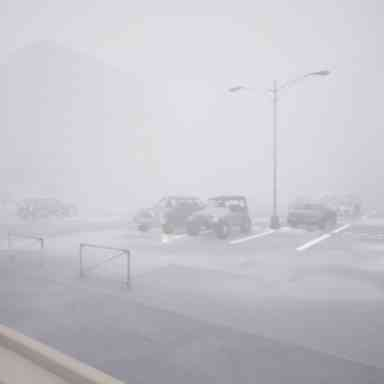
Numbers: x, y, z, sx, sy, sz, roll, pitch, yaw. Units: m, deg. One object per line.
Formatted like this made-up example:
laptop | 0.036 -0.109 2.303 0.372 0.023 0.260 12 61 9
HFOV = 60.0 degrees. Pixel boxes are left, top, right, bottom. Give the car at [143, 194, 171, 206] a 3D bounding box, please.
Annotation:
car | -5.722 1.243 54.860 2.097 1.767 4.553 0 0 34

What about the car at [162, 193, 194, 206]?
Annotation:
car | -2.211 1.125 53.789 2.150 2.045 5.566 0 0 34

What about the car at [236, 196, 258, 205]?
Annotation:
car | 9.793 1.469 59.055 2.128 1.511 4.902 0 -1 34

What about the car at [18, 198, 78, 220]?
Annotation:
car | -11.608 1.263 27.149 2.097 1.767 4.553 0 0 34

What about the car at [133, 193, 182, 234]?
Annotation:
car | -0.959 1.121 17.780 1.932 1.855 4.605 0 0 34

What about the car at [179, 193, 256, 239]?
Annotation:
car | 1.409 1.132 16.116 1.905 1.878 3.866 0 0 34

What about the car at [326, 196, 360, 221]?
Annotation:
car | 13.425 1.378 29.078 1.970 1.475 3.806 0 0 34
